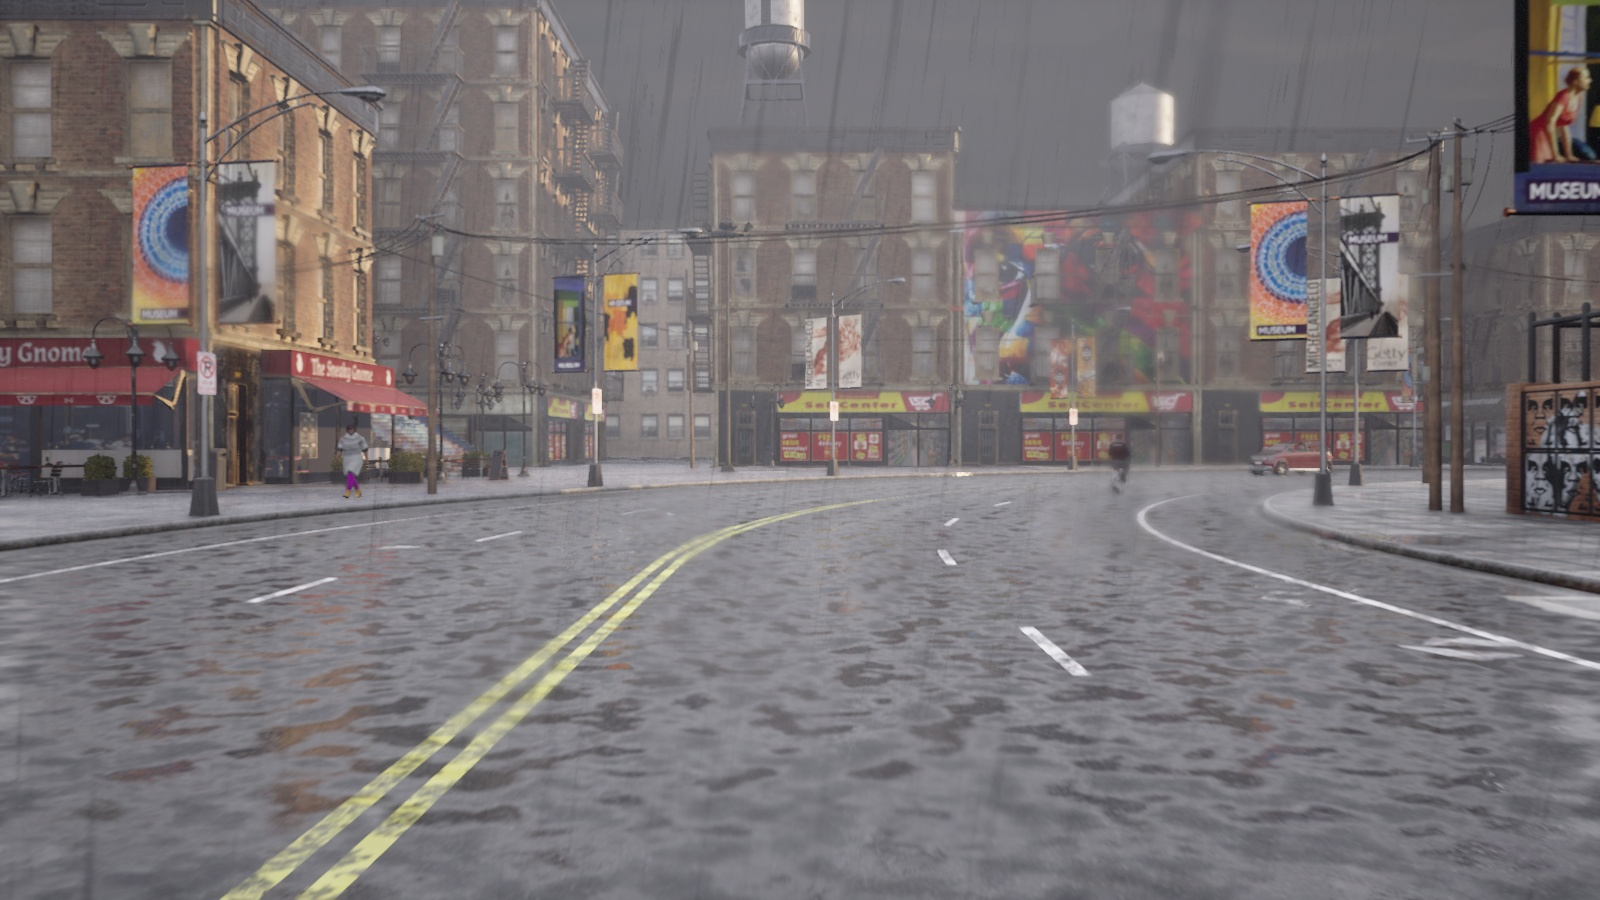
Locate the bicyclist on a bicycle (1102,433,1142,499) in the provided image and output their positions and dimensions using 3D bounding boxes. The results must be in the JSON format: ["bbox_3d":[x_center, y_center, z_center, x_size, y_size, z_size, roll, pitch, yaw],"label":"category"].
[{"bbox_3d":[8.904,0.429,34.704,0.659,1.776,1.843,1,1,28],"label":"bicyclist on a bicycle"}]

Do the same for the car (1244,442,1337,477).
[{"bbox_3d":[22.122,0.423,56.685,3.705,1.549,1.789,0,0,-22],"label":"car"}]

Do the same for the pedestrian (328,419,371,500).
[{"bbox_3d":[-10.954,0.222,30.557,0.659,1.952,0.873,0,0,7],"label":"pedestrian"}]
